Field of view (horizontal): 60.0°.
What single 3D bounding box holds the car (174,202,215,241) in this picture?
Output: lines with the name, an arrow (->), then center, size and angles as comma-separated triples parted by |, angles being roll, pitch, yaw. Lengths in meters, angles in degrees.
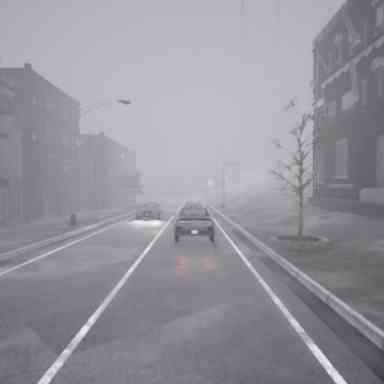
car -> 0.112, 1.488, 16.572 | 2.128, 1.511, 4.902 | 0, 0, 0

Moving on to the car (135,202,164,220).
car -> -3.495, 1.559, 27.924 | 1.994, 1.385, 4.181 | 0, 0, 0

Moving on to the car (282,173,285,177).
car -> 22.502, -3.767, 79.149 | 2.097, 1.535, 5.008 | 0, 1, -4

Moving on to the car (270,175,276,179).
car -> 22.154, -3.828, 84.686 | 2.002, 1.452, 4.674 | 0, 1, -2

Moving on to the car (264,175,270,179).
car -> 21.924, -3.964, 90.228 | 2.231, 1.521, 4.892 | 0, 1, -1

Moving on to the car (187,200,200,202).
car -> 0.126, 1.593, 37.669 | 1.895, 1.301, 4.718 | 0, 0, 0

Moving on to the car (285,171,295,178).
car -> 22.966, -3.791, 73.643 | 2.185, 1.767, 4.553 | 0, 1, -5

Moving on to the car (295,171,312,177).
car -> 23.582, -3.532, 67.952 | 2.163, 1.488, 4.792 | 0, 1, -6
